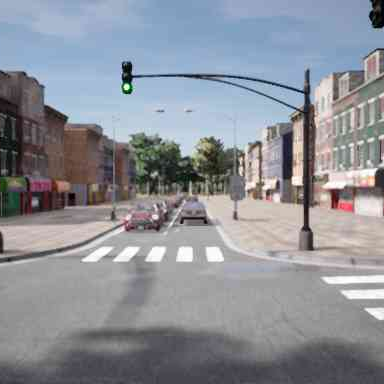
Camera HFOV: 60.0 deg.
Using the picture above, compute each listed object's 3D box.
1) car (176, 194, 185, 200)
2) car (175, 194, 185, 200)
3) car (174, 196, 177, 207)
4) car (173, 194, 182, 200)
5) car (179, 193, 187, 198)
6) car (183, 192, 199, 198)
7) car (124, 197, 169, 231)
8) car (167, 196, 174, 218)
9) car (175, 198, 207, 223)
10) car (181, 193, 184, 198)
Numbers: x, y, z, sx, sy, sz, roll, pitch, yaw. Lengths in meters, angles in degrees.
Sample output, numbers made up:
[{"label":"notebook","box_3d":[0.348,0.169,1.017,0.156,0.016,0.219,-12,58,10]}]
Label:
[{"label":"car","box_3d":[-2.596,1.065,78.910,1.947,1.339,4.313,-1,0,0]},{"label":"car","box_3d":[-2.600,1.080,73.475,2.008,1.369,4.403,-1,0,0]},{"label":"car","box_3d":[-2.627,1.356,29.998,1.947,1.339,4.313,-1,0,0]},{"label":"car","box_3d":[-2.621,1.266,40.867,1.887,1.381,4.507,-1,0,0]},{"label":"car","box_3d":[-2.586,0.976,95.214,1.947,1.339,4.313,-1,0,0]},{"label":"car","box_3d":[0.047,1.155,50.553,2.128,1.511,4.902,0,0,0]},{"label":"car","box_3d":[-2.635,1.302,19.128,1.967,1.590,4.097,-1,0,0]},{"label":"car","box_3d":[-2.632,1.266,24.562,1.967,1.590,4.097,-1,0,0]},{"label":"car","box_3d":[0.114,1.378,23.755,2.033,1.411,5.357,0,0,0]},{"label":"car","box_3d":[-2.617,1.239,46.302,2.008,1.369,4.403,-1,0,0]}]
